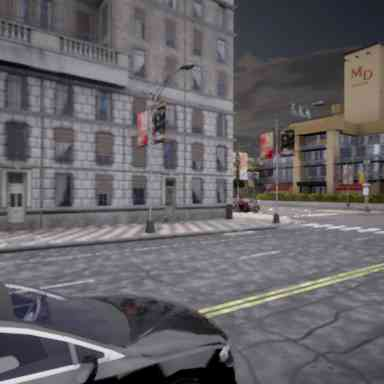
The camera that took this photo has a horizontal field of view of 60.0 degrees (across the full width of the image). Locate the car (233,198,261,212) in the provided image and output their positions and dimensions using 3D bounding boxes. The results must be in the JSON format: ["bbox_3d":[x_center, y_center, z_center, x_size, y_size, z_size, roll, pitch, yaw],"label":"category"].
[{"bbox_3d":[6.503,1.509,41.995,2.097,1.767,4.553,0,0,-36],"label":"car"}]

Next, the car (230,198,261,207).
[{"bbox_3d":[9.242,1.766,58.012,2.033,1.411,5.357,0,0,-36],"label":"car"}]

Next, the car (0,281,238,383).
[{"bbox_3d":[-1.808,1.492,2.552,4.902,1.511,2.128,0,0,-34],"label":"car"}]
